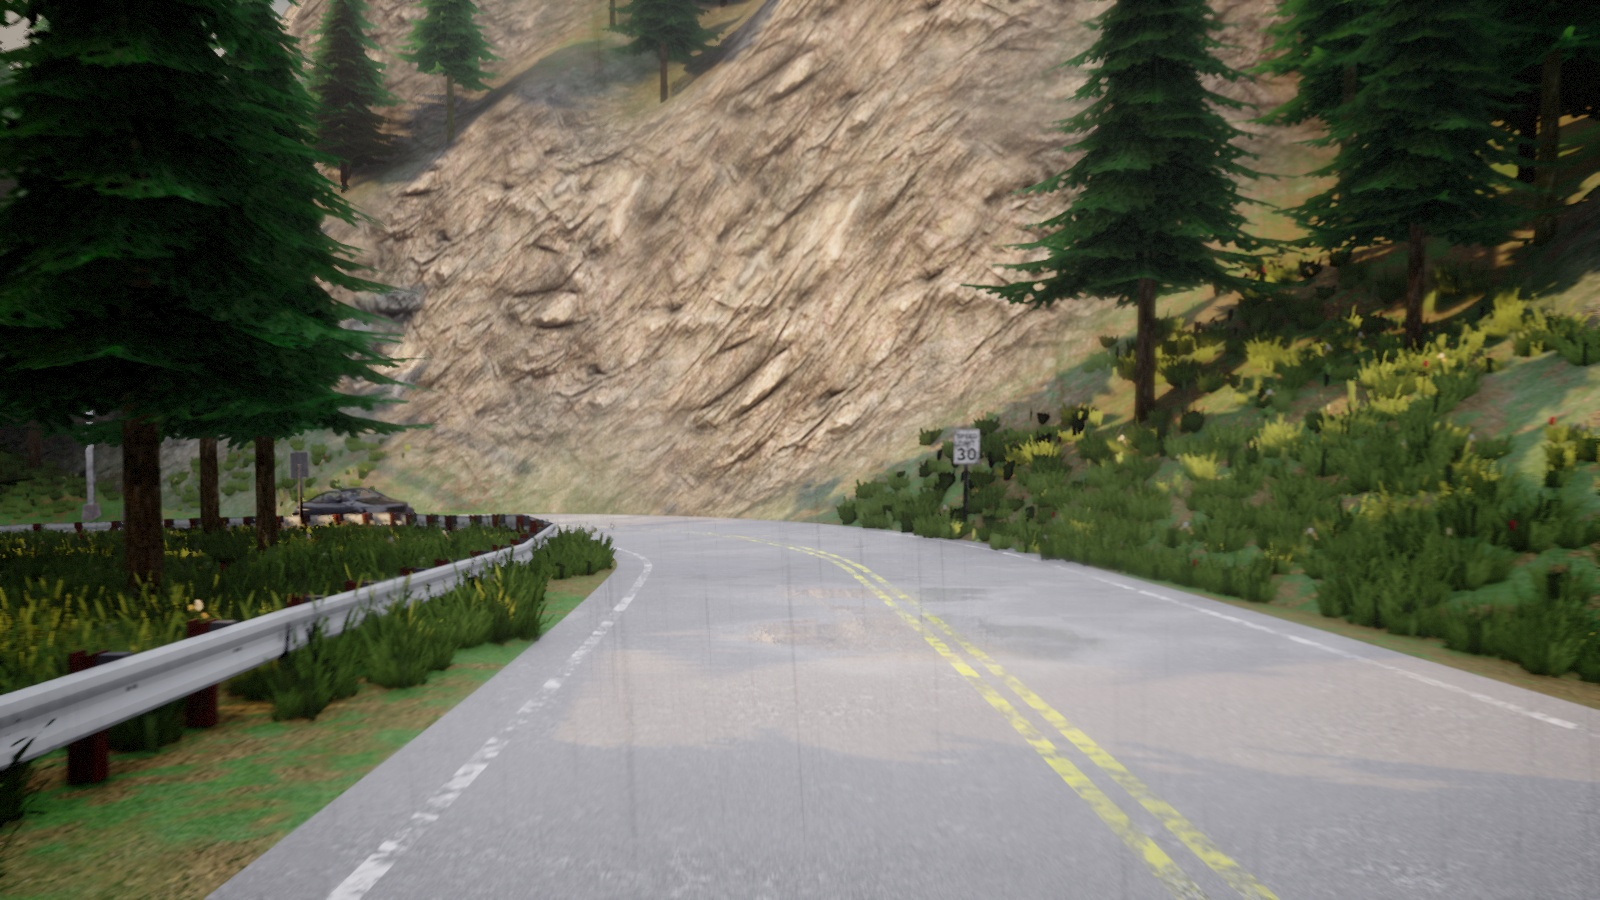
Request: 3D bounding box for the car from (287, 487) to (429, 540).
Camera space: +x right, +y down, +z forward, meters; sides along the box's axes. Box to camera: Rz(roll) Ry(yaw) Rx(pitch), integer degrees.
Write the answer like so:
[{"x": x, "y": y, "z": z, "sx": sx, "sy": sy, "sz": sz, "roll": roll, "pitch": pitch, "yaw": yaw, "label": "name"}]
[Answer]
[{"x": -14.226, "y": 2.052, "z": 40.386, "sx": 4.181, "sy": 1.385, "sz": 1.994, "roll": -3, "pitch": 1, "yaw": 30, "label": "car"}]
